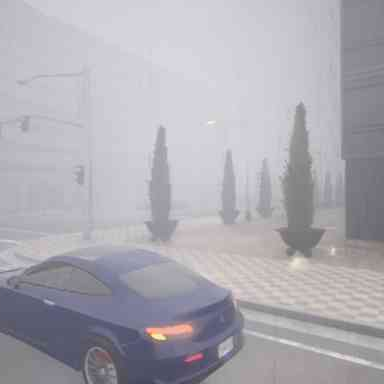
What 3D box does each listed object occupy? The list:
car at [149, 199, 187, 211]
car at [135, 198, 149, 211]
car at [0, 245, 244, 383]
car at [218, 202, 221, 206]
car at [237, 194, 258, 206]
[{"bbox_3d":[-2.505,1.618,39.702,1.837,1.490,4.892,0,0,36],"label":"car"},{"bbox_3d":[-4.788,1.358,42.519,2.150,2.045,5.566,0,0,36],"label":"car"},{"bbox_3d":[-1.497,1.553,5.020,4.674,1.442,1.812,0,0,36],"label":"car"},{"bbox_3d":[6.468,1.540,57.860,2.097,1.767,4.553,0,0,36],"label":"car"},{"bbox_3d":[9.265,1.392,55.756,2.150,2.045,5.566,0,0,36],"label":"car"}]
